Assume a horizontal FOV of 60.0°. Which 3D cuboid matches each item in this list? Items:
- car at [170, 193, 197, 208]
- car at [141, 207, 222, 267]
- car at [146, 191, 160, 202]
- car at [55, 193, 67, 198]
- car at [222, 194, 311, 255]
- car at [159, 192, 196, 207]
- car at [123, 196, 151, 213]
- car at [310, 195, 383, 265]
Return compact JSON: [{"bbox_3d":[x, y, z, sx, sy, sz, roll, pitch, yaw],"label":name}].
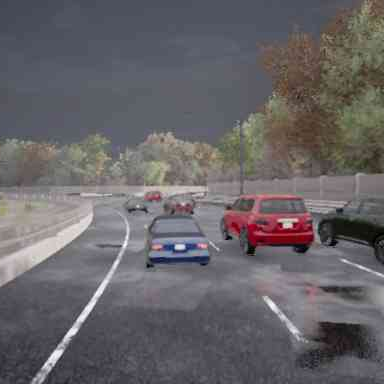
[{"bbox_3d":[-1.119,1.013,41.398,2.097,1.767,4.553,-1,1,-19],"label":"car"},{"bbox_3d":[-0.616,1.457,11.120,2.033,1.411,5.357,0,0,-7],"label":"car"},{"bbox_3d":[-6.664,0.780,57.491,2.150,2.045,5.566,-1,0,-17],"label":"car"},{"bbox_3d":[-34.592,1.019,86.905,5.357,1.411,2.033,0,1,39],"label":"car"},{"bbox_3d":[2.657,1.097,12.921,2.150,2.045,5.566,0,0,-7],"label":"car"},{"bbox_3d":[-1.381,1.100,31.135,2.097,1.767,4.553,-1,1,-17],"label":"car"},{"bbox_3d":[-5.698,1.319,33.273,1.994,1.385,4.181,0,0,-18],"label":"car"},{"bbox_3d":[6.382,1.090,11.131,2.150,2.045,5.566,0,0,-6],"label":"car"}]
